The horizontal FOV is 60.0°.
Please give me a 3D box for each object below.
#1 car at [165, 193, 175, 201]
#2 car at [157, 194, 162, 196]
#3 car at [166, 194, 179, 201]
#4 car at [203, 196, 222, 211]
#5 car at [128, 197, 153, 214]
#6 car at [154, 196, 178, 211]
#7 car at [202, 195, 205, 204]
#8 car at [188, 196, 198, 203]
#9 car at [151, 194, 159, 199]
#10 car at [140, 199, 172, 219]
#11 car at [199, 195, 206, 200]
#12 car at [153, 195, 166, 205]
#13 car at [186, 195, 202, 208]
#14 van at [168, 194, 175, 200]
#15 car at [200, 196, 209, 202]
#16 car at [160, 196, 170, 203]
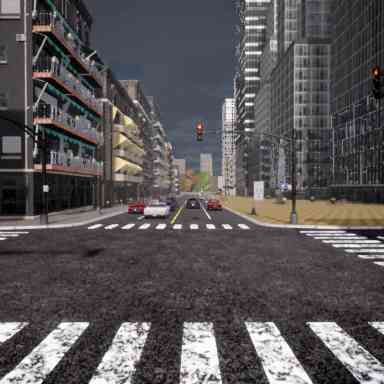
[{"bbox_3d":[-5.599,1.322,86.258,2.192,1.841,5.009,-1,0,0],"label":"car"},{"bbox_3d":[-5.640,1.313,52.365,2.192,1.841,5.009,-1,0,0],"label":"car"},{"bbox_3d":[-3.028,1.502,49.709,1.837,1.490,4.892,0,0,0],"label":"car"},{"bbox_3d":[2.696,1.541,41.113,1.887,1.381,4.507,-1,0,0],"label":"car"},{"bbox_3d":[-5.658,1.540,35.417,1.887,1.381,4.507,-1,0,0],"label":"car"},{"bbox_3d":[-3.039,1.560,39.528,1.994,1.385,4.181,0,0,1],"label":"car"},{"bbox_3d":[2.724,1.551,63.709,2.008,1.369,4.403,-1,0,0],"label":"car"},{"bbox_3d":[0.193,1.603,69.720,1.895,1.301,4.718,0,0,0],"label":"car"},{"bbox_3d":[-5.652,1.436,41.066,1.967,1.590,4.097,-1,0,0],"label":"car"},{"bbox_3d":[-3.063,1.597,29.467,1.895,1.301,4.718,0,0,0],"label":"car"},{"bbox_3d":[2.759,1.535,92.125,1.752,1.417,4.829,-1,0,0],"label":"car"},{"bbox_3d":[-5.632,1.439,58.013,1.967,1.590,4.097,-1,0,0],"label":"car"},{"bbox_3d":[0.157,1.522,46.655,1.812,1.442,4.674,0,0,0],"label":"car"},{"bbox_3d":[-5.591,1.351,91.906,1.690,1.788,3.998,-1,0,0],"label":"van"},{"bbox_3d":[2.738,1.548,75.007,1.887,1.381,4.507,-1,0,0],"label":"car"},{"bbox_3d":[-5.616,1.584,69.311,1.802,1.307,4.206,-1,0,0],"label":"car"}]
